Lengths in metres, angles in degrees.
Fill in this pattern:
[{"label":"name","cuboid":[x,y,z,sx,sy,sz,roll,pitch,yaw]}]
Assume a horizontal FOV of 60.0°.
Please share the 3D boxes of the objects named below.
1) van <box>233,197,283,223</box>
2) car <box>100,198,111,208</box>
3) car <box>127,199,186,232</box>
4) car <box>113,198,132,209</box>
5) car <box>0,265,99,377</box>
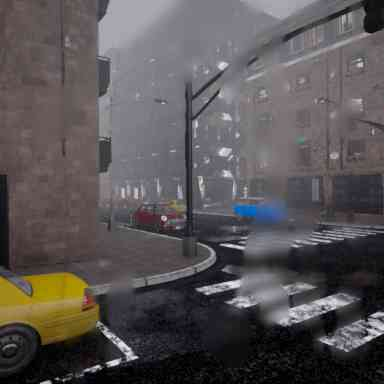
[{"label":"van","cuboid":[4.864,1.280,24.880,1.690,1.788,3.998,0,0,-36]},{"label":"car","cuboid":[-11.766,1.462,47.787,1.887,1.381,4.507,-1,0,-36]},{"label":"car","cuboid":[-1.928,1.440,19.972,1.967,1.590,4.097,0,0,-36]},{"label":"car","cuboid":[-8.440,1.463,43.206,1.887,1.381,4.507,-1,0,-36]},{"label":"car","cuboid":[-3.634,1.525,3.972,4.829,1.417,1.752,0,0,-36]}]
